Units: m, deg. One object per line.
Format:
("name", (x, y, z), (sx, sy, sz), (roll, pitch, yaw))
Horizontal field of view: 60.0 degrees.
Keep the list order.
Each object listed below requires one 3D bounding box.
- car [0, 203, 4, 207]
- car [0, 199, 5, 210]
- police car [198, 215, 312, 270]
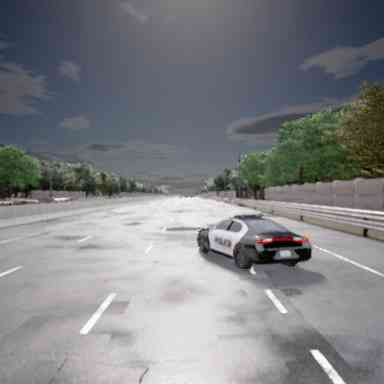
("car", (-17.600, 1.660, 28.616), (1.812, 1.442, 4.674), (0, 0, 0))
("car", (-24.526, 1.511, 39.544), (1.895, 1.301, 4.718), (0, 0, 0))
("police car", (1.754, 1.565, 11.488), (2.038, 1.542, 4.974), (1, -1, -21))
